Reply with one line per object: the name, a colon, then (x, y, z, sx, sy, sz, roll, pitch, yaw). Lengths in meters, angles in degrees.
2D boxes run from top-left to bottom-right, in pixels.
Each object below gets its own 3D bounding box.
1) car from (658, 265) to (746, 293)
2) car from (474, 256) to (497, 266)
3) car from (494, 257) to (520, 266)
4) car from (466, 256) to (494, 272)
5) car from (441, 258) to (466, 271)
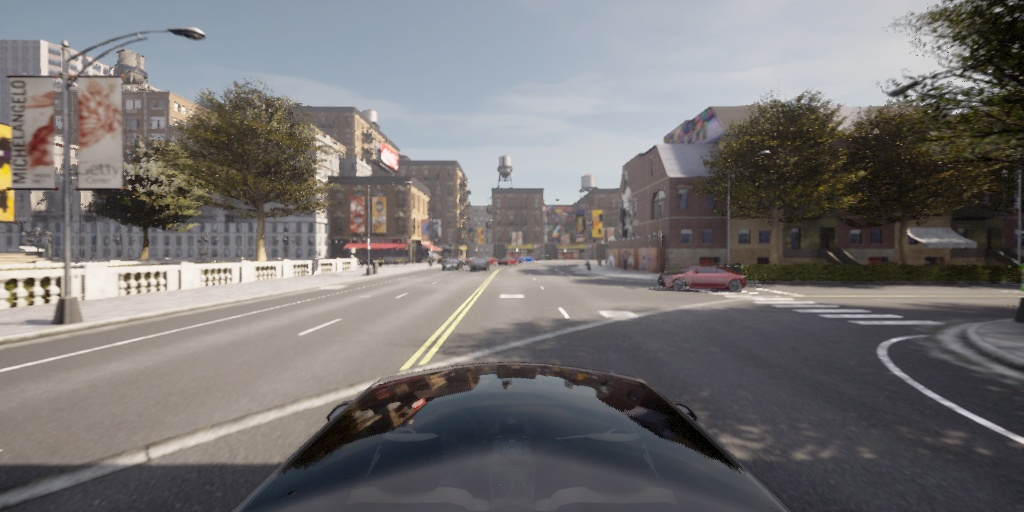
car: (10.174, 1.181, 19.411, 4.181, 1.385, 1.994, 0, 1, 11)
car: (-4.235, 0.808, 57.535, 1.882, 1.535, 5.008, 0, 0, 18)
car: (-0.741, 0.935, 57.050, 1.895, 1.301, 4.718, 0, 0, 19)
car: (-3.459, 0.945, 39.379, 1.882, 1.535, 5.008, 0, 0, 2)
car: (-6.861, 0.941, 41.727, 2.128, 1.511, 4.902, 0, 0, 3)
